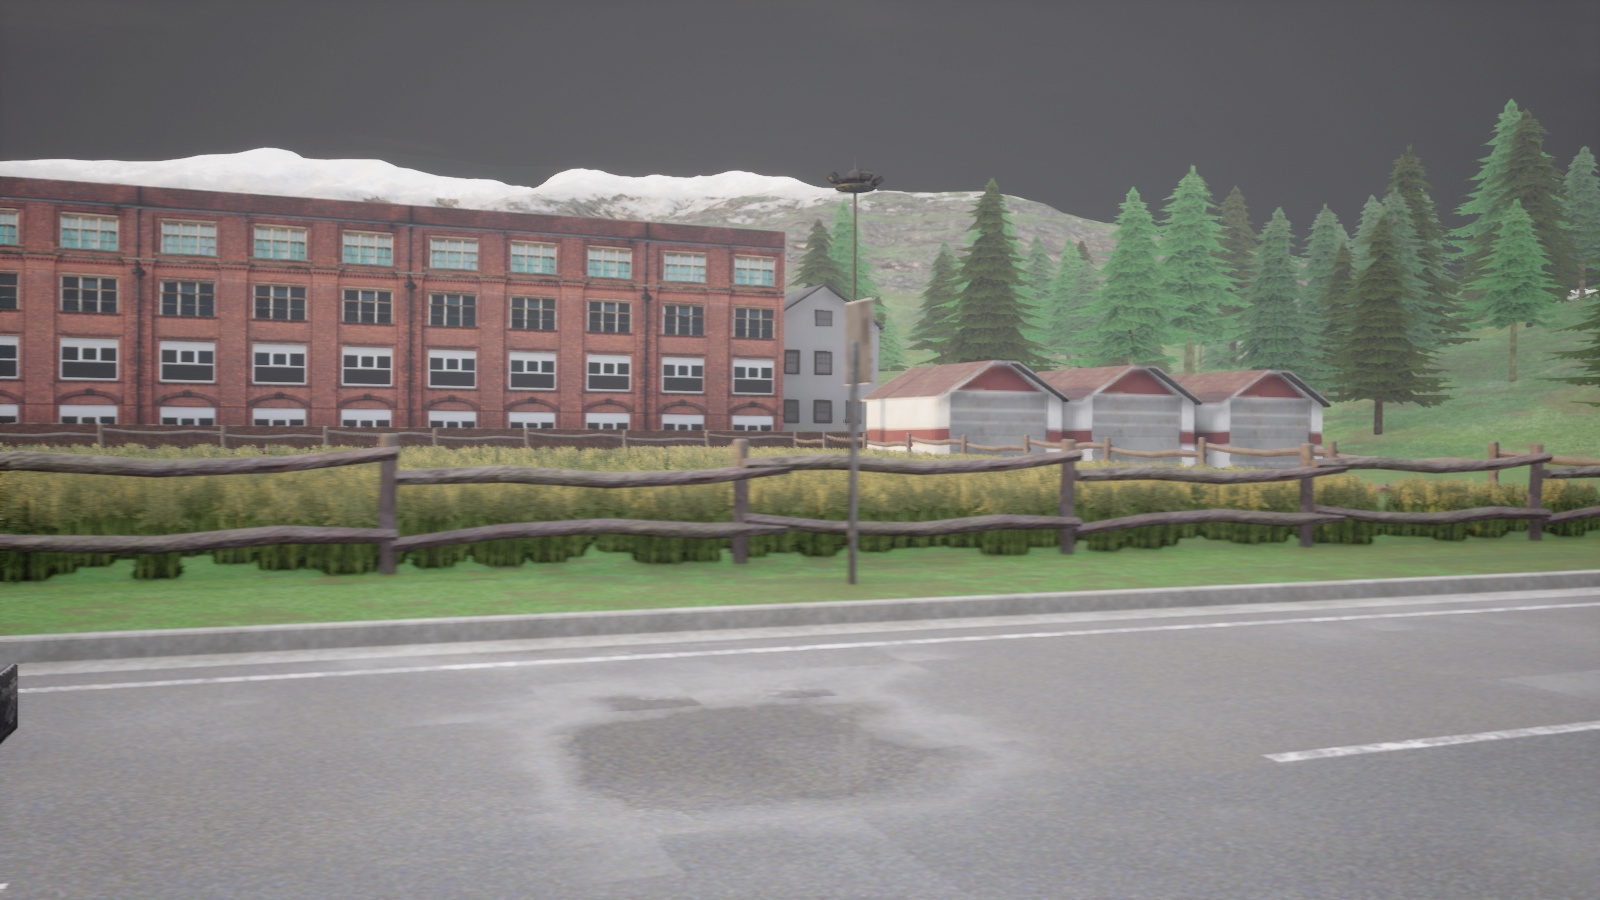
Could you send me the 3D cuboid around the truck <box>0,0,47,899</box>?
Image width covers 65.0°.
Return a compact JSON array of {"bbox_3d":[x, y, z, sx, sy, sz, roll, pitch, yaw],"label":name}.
[{"bbox_3d":[-5.554,-0.142,1.119,7.936,3.462,2.891,-1,1,-21],"label":"truck"}]
